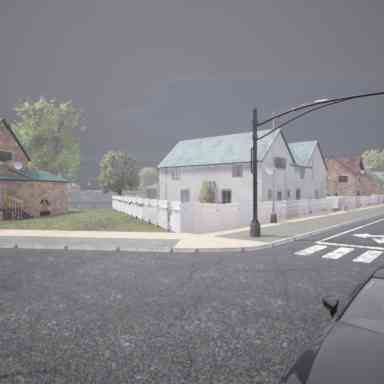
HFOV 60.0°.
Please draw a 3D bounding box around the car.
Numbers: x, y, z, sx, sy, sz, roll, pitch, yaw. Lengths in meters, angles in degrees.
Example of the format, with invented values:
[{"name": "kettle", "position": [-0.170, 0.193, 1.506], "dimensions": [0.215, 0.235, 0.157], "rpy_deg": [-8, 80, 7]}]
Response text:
[{"name": "car", "position": [2.526, 1.524, 3.407], "dimensions": [1.812, 1.442, 4.674], "rpy_deg": [0, 0, 42]}]
